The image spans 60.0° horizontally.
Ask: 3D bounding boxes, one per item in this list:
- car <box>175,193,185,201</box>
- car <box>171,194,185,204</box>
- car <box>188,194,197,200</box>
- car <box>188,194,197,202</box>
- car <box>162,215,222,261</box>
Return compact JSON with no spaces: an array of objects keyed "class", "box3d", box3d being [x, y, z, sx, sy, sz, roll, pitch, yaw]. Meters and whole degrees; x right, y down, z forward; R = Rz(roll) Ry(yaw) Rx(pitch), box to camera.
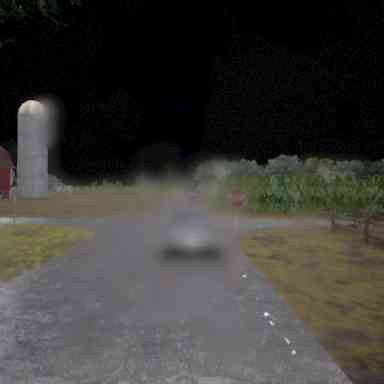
[{"class":"car","box3d":[-2.612,1.107,75.419,2.097,1.767,4.553,0,0,0]},{"class":"car","box3d":[-2.685,1.332,59.764,1.837,1.490,4.892,0,0,1]},{"class":"car","box3d":[0.150,1.133,81.412,1.994,1.385,4.181,0,0,0]},{"class":"car","box3d":[0.131,1.256,70.988,1.882,1.535,5.008,0,0,0]},{"class":"car","box3d":[-0.073,1.535,12.252,1.994,1.385,4.181,0,0,-2]}]
